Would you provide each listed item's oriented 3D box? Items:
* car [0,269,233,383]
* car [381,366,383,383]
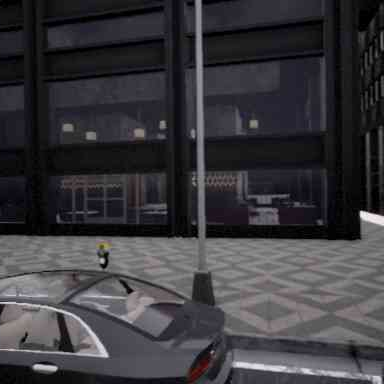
[{"bbox_3d":[-1.792,1.567,3.528,4.403,1.369,2.008,-1,0,12],"label":"car"},{"bbox_3d":[3.713,1.508,2.318,4.206,1.307,1.802,-1,0,12],"label":"car"}]
